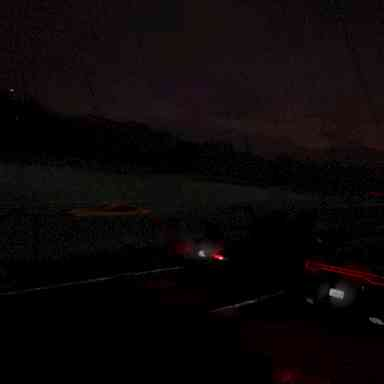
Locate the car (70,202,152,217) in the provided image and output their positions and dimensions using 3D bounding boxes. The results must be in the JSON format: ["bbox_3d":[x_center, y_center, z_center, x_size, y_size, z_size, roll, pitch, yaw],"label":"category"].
[{"bbox_3d":[-5.016,1.533,21.932,5.008,1.535,1.882,0,0,-36],"label":"car"}]

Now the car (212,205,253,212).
[{"bbox_3d":[2.769,1.650,23.217,5.357,1.411,2.033,0,0,-36],"label":"car"}]

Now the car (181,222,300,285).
[{"bbox_3d":[2.282,1.595,9.686,5.357,1.411,2.033,0,0,-36],"label":"car"}]

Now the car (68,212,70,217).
[{"bbox_3d":[-6.725,1.535,25.014,5.008,1.535,1.882,0,0,-36],"label":"car"}]

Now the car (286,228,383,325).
[{"bbox_3d":[4.380,1.526,6.884,5.008,1.535,1.882,0,0,-36],"label":"car"}]
